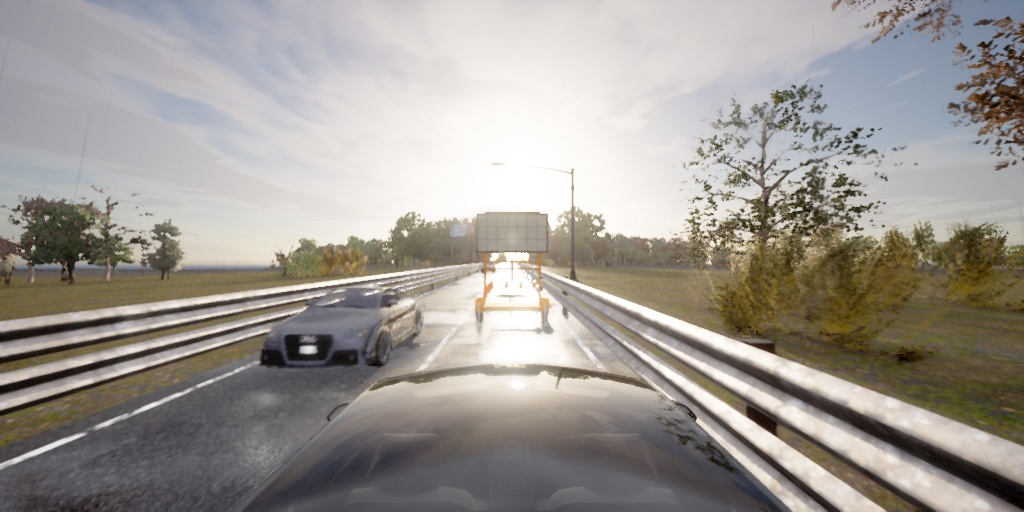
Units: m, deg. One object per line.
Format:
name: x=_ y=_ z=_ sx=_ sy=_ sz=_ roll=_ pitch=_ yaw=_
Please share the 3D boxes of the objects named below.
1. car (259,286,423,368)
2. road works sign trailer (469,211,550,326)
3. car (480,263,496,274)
car: x=-3.349 y=1.367 z=7.884 sx=1.994 sy=1.385 sz=4.181 roll=0 pitch=0 yaw=0
road works sign trailer: x=0.010 y=0.303 z=12.010 sx=2.380 sy=3.560 sz=2.880 roll=0 pitch=0 yaw=0
car: x=-3.334 y=1.673 z=50.450 sx=1.837 sy=1.490 sz=4.892 roll=0 pitch=-1 yaw=0
